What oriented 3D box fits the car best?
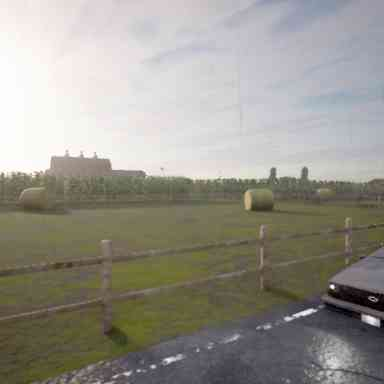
[{"bbox_3d":[4.843,1.522,6.518,5.357,1.411,2.033,0,0,-35],"label":"car"}]
